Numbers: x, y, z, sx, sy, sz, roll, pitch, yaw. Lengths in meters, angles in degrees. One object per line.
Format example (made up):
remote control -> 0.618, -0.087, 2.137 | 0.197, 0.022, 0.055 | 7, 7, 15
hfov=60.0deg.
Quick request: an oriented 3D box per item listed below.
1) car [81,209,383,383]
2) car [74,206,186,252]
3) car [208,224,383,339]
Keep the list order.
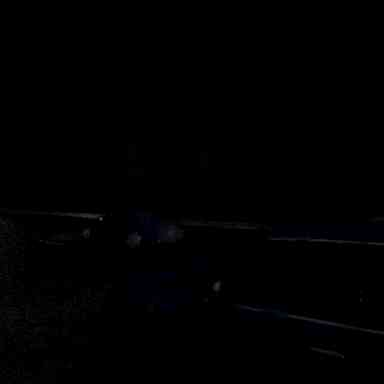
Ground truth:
car -> 1.507, 1.221, 2.917 | 5.566, 2.045, 2.150 | 0, 0, 36
car -> -2.819, 1.480, 14.602 | 5.008, 1.535, 1.882 | 0, 0, 35
car -> 2.761, 1.526, 6.324 | 4.674, 1.442, 1.812 | 0, 0, 35
